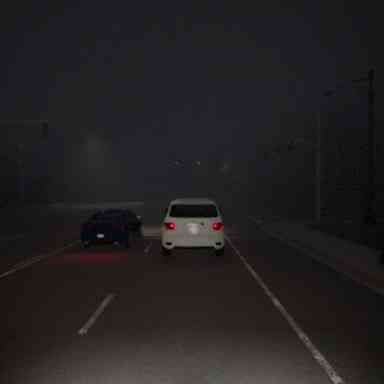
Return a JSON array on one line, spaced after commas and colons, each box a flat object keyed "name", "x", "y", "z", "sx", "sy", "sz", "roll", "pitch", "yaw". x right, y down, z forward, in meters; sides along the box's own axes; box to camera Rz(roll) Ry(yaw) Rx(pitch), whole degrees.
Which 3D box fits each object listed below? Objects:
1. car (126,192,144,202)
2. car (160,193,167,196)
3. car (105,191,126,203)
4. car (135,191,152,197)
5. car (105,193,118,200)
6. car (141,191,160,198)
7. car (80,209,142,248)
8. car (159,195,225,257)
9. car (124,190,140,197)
[{"name": "car", "x": -10.340, "y": 1.147, "z": 60.411, "sx": 1.895, "sy": 1.301, "sz": 4.718, "roll": 0, "pitch": 1, "yaw": -5}, {"name": "car", "x": -7.990, "y": 0.827, "z": 84.830, "sx": 1.895, "sy": 1.301, "sz": 4.718, "roll": 0, "pitch": 1, "yaw": -32}, {"name": "car", "x": -13.717, "y": 0.781, "z": 58.949, "sx": 2.150, "sy": 2.045, "sz": 5.566, "roll": 0, "pitch": 1, "yaw": -4}, {"name": "car", "x": -13.447, "y": 0.507, "z": 91.941, "sx": 2.128, "sy": 1.511, "sz": 4.902, "roll": -1, "pitch": 1, "yaw": -45}, {"name": "car", "x": -18.035, "y": 0.880, "z": 74.285, "sx": 1.812, "sy": 1.442, "sz": 4.674, "roll": 0, "pitch": 1, "yaw": -26}, {"name": "car", "x": -10.619, "y": 0.800, "z": 82.457, "sx": 2.033, "sy": 1.411, "sz": 5.357, "roll": 0, "pitch": 1, "yaw": -32}, {"name": "car", "x": -3.456, "y": 1.505, "z": 15.063, "sx": 1.882, "sy": 1.535, "sz": 5.008, "roll": 0, "pitch": 0, "yaw": 0}, {"name": "car", "x": 0.043, "y": 1.258, "z": 13.261, "sx": 2.150, "sy": 2.045, "sz": 5.566, "roll": 0, "pitch": 0, "yaw": 0}, {"name": "car", "x": -16.332, "y": 0.400, "z": 89.898, "sx": 2.097, "sy": 1.767, "sz": 4.553, "roll": -1, "pitch": 1, "yaw": -45}]
